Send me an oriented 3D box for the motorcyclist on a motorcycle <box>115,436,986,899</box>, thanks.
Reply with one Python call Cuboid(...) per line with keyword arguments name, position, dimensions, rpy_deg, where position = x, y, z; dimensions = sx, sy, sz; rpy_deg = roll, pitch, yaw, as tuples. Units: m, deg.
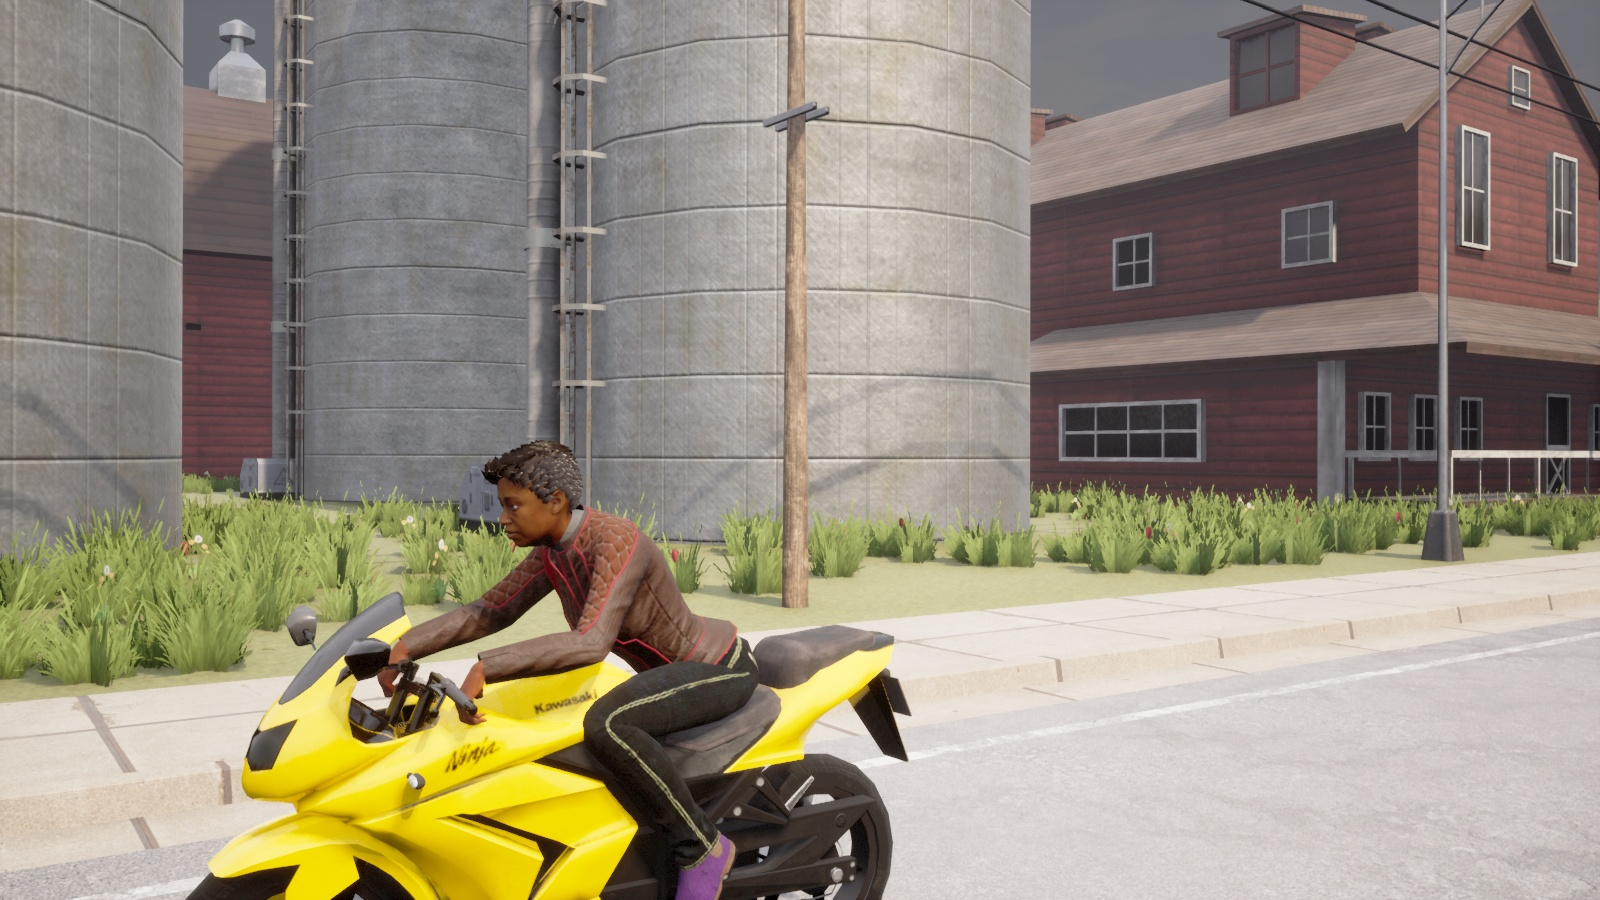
Cuboid(name="motorcyclist on a motorcycle", position=(-0.561, 0.736, 3.228), dimensions=(2.044, 1.523, 0.797), rpy_deg=(0, 0, -34))
